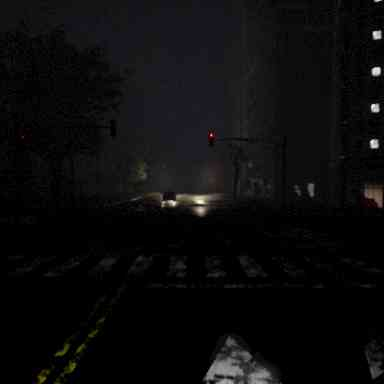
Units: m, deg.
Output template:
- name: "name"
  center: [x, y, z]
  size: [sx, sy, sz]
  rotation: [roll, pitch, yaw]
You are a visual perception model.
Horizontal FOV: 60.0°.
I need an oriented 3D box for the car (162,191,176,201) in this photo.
- name: "car"
  center: [-3.321, 0.591, 48.985]
  size: [1.882, 1.535, 5.008]
  rotation: [0, 2, 0]
